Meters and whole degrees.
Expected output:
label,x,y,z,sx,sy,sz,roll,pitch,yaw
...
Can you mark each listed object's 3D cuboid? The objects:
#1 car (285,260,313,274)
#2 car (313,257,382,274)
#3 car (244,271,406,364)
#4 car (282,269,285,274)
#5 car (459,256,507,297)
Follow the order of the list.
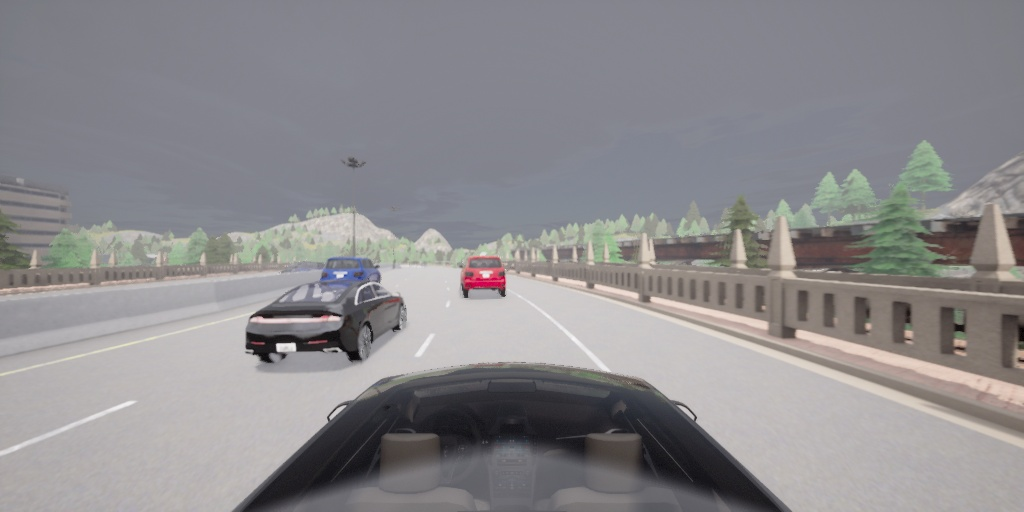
label,x,y,z,sx,sy,sz,roll,pitch,yaw
car,-18.839,1.337,33.469,2.097,1.767,4.553,0,0,-12
car,-8.839,1.086,20.087,2.150,2.045,5.566,0,0,-10
car,-3.807,1.283,8.241,2.128,1.511,4.902,0,0,-3
car,-23.717,1.548,39.832,1.837,1.490,4.892,0,0,-11
car,-1.659,1.034,19.600,2.150,2.045,5.566,0,0,-9
